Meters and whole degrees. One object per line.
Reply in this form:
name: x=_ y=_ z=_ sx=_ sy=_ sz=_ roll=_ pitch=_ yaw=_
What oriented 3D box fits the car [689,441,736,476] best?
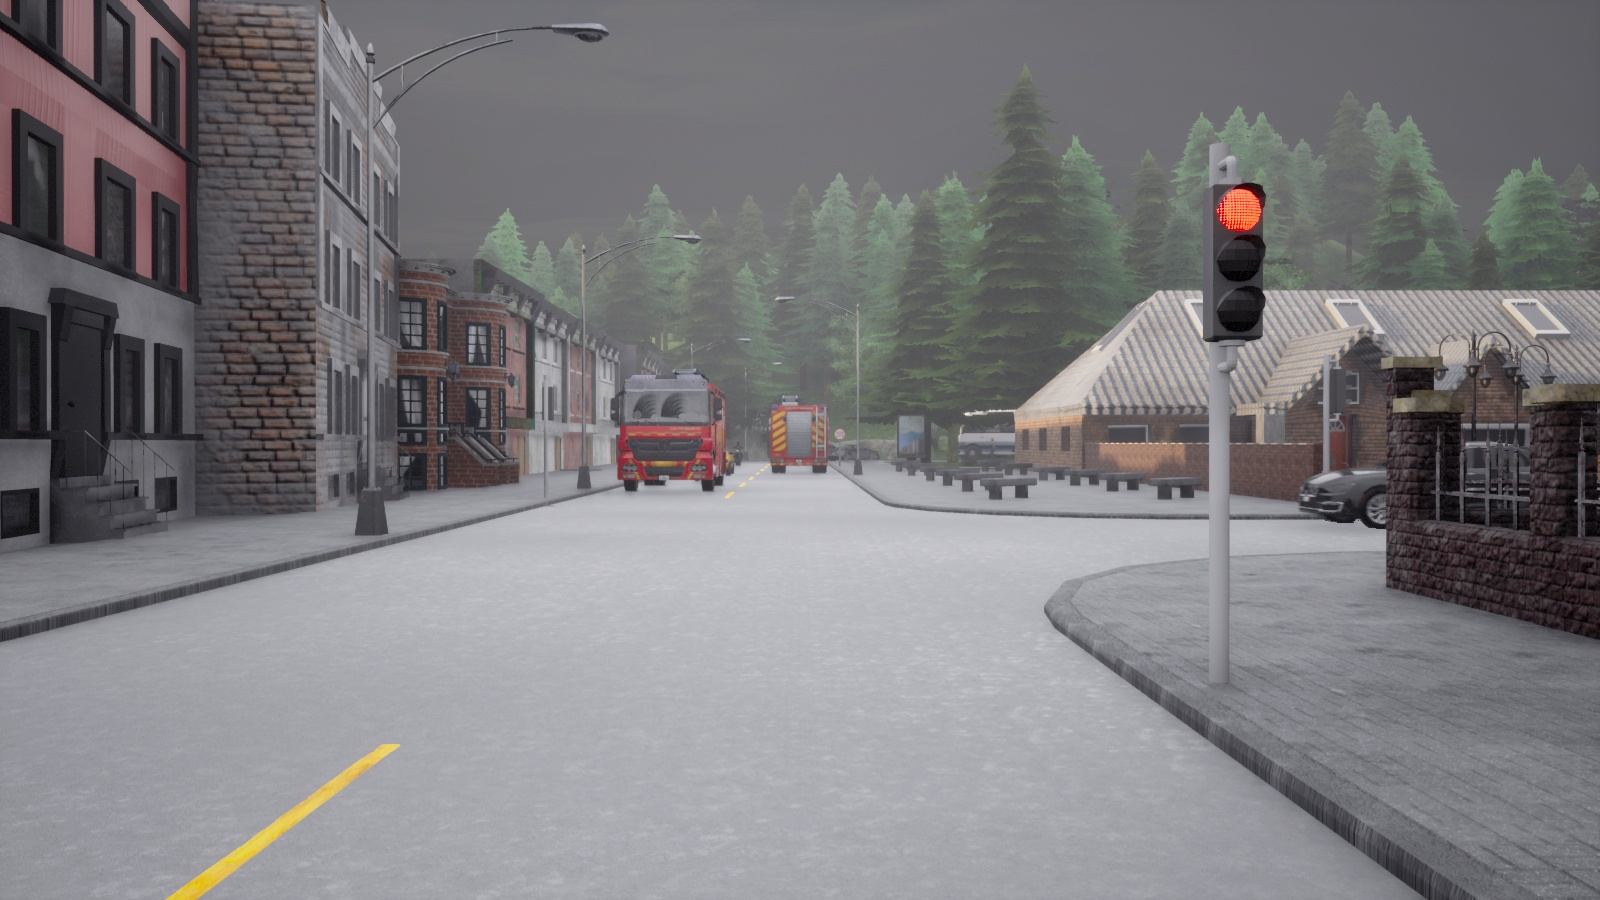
car: x=-4.050 y=0.350 z=58.914 sx=1.801 sy=1.575 sz=5.366 roll=0 pitch=0 yaw=0

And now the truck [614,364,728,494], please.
truck: x=-4.048 y=-0.654 z=41.252 sx=2.891 sy=3.827 sz=8.468 roll=0 pitch=0 yaw=0

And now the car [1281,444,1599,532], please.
car: x=11.338 y=0.635 z=22.269 sx=4.892 sy=1.490 sz=1.837 roll=0 pitch=0 yaw=1

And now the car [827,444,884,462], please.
car: x=4.377 y=0.255 z=99.167 sx=4.181 sy=1.385 sz=1.994 roll=0 pitch=0 yaw=-34

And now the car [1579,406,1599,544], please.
car: x=14.694 y=0.375 z=18.153 sx=5.566 sy=2.045 sz=2.150 roll=0 pitch=0 yaw=-1

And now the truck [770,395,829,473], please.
truck: x=-0.043 y=-0.790 z=65.922 sx=2.891 sy=3.827 sz=8.468 roll=0 pitch=0 yaw=0
